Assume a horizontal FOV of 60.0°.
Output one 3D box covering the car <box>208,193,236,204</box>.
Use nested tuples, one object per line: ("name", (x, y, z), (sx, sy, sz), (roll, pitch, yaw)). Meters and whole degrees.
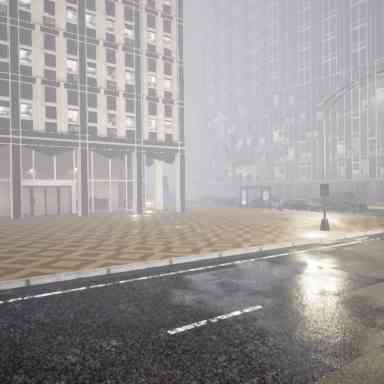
("car", (4.992, 1.266, 51.191), (1.895, 1.301, 4.718), (-1, 1, -34))

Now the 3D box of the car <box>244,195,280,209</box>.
("car", (8.816, 1.387, 40.855), (1.802, 1.307, 4.206), (0, 1, -34))

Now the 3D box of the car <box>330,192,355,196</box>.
("car", (16.725, 0.983, 39.740), (2.150, 2.045, 5.566), (-1, 1, -34))

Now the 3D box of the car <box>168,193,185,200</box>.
("car", (-3.495, 0.935, 73.767), (1.802, 1.307, 4.206), (0, 1, -34))

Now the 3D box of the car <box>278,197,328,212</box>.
("car", (12.020, 1.423, 36.158), (1.947, 1.339, 4.313), (0, 1, -34))

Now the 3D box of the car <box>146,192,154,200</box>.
("car", (-10.402, 1.039, 69.022), (2.008, 1.369, 4.403), (0, 1, -34))

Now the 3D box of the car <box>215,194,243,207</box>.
("car", (5.645, 1.319, 45.572), (1.947, 1.339, 4.313), (0, 1, -34))

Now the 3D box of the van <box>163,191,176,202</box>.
("van", (-3.965, 0.937, 59.651), (1.690, 1.788, 3.998), (0, 1, -34))

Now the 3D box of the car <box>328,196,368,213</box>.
("car", (16.111, 1.408, 34.991), (1.994, 1.385, 4.181), (-1, 1, -35))

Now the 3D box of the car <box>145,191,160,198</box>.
("car", (-9.932, 0.685, 83.134), (1.967, 1.590, 4.097), (0, 1, -34))

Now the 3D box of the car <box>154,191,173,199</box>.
("car", (-6.714, 0.614, 78.448), (2.192, 1.841, 5.009), (0, 1, -34))

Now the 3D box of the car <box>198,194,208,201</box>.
("car", (2.942, 1.043, 64.398), (1.802, 1.307, 4.206), (0, 1, -34))
